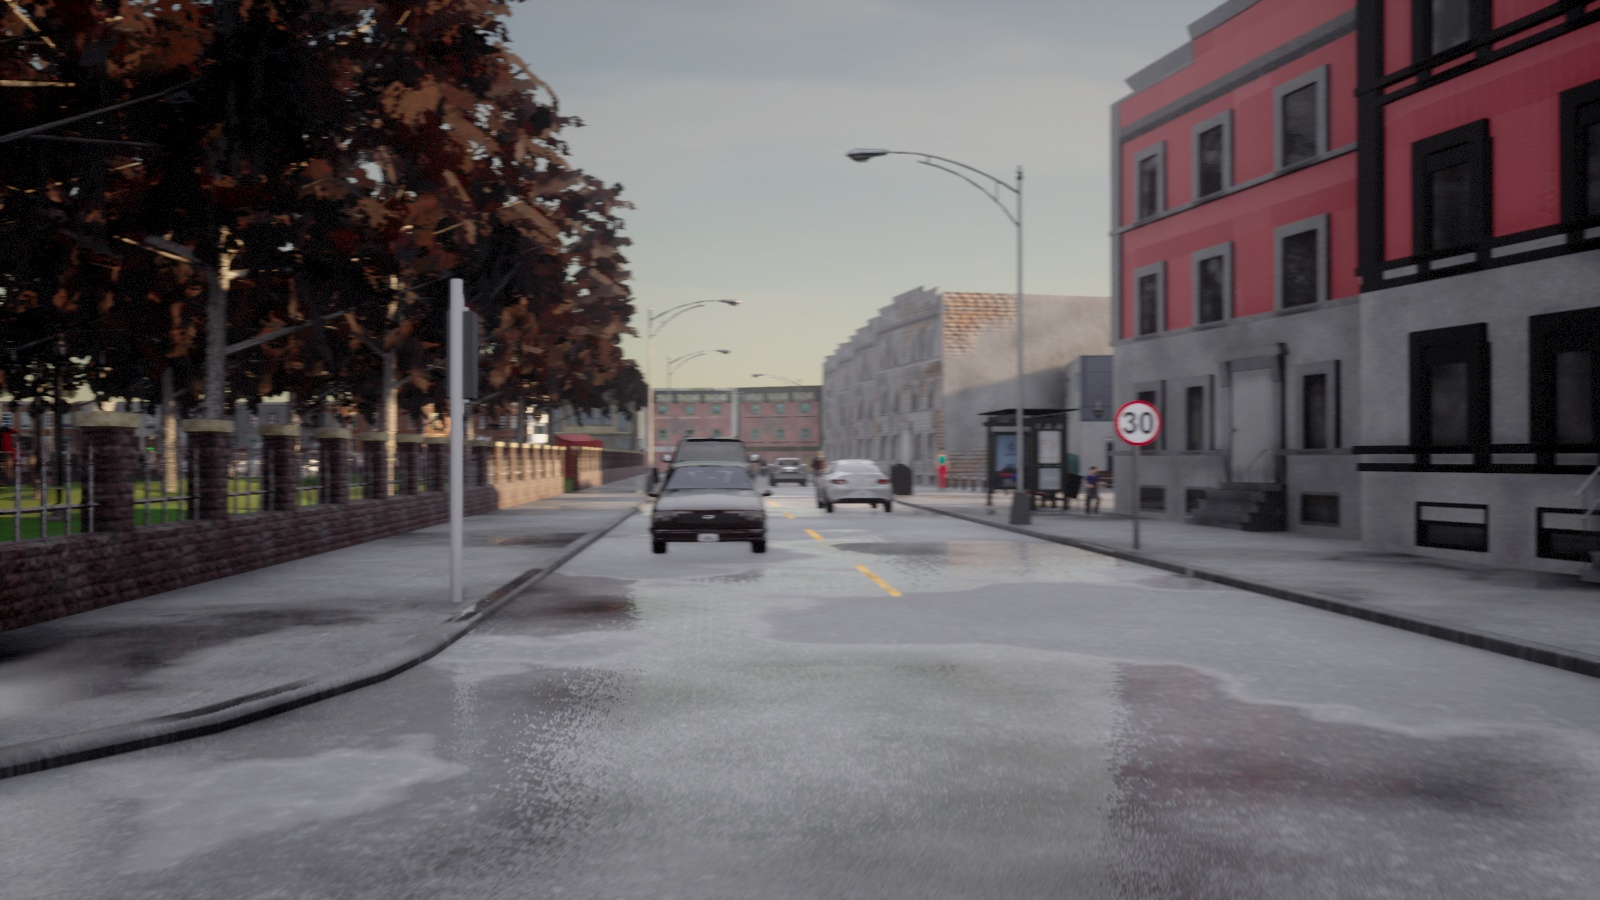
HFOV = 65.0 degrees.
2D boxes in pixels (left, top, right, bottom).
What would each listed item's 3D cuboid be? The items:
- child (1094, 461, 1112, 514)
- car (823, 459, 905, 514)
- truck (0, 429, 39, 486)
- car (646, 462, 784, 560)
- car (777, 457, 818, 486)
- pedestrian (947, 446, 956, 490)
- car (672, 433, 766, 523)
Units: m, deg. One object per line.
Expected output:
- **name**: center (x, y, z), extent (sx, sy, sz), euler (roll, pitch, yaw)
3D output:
- **child**: center (7.213, 0.883, 29.935), extent (0.270, 1.263, 0.437), euler (0, 0, -8)
- **car**: center (1.740, 0.981, 35.562), extent (1.812, 1.442, 4.674), euler (0, 0, -3)
- **truck**: center (-50.177, 0.482, 76.818), extent (2.891, 3.462, 7.936), euler (0, 0, -4)
- **car**: center (-1.384, 0.931, 21.248), extent (2.033, 1.411, 5.357), euler (0, 0, -3)
- **car**: center (-0.161, 1.119, 66.531), extent (1.970, 1.475, 3.806), euler (0, 0, -4)
- **pedestrian**: center (6.295, 0.743, 52.108), extent (0.345, 1.836, 0.594), euler (0, 0, 5)
- **car**: center (-2.035, 0.671, 31.676), extent (2.150, 2.045, 5.566), euler (0, -1, -4)
